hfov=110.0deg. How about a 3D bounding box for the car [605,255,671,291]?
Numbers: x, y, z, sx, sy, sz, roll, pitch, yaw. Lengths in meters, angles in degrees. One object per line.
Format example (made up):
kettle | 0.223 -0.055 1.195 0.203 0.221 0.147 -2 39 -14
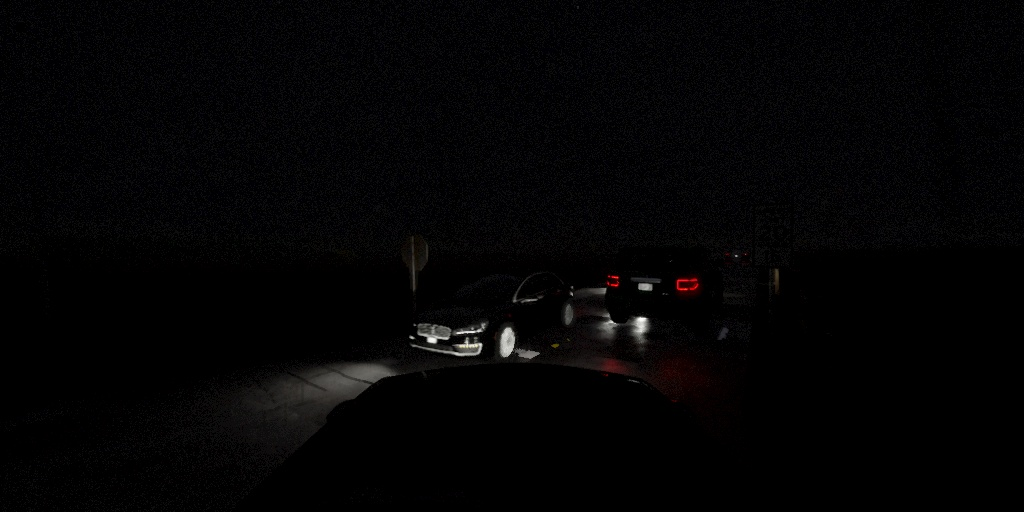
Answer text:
car | 6.255 0.704 17.550 1.994 1.385 4.181 1 2 35

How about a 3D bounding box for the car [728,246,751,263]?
car | 22.122 -0.107 35.165 1.994 1.385 4.181 1 2 35

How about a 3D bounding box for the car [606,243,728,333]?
car | 4.419 0.662 9.945 2.150 2.045 5.566 1 3 35

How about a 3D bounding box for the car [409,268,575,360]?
car | -0.101 1.068 8.095 1.837 1.490 4.892 1 3 31
